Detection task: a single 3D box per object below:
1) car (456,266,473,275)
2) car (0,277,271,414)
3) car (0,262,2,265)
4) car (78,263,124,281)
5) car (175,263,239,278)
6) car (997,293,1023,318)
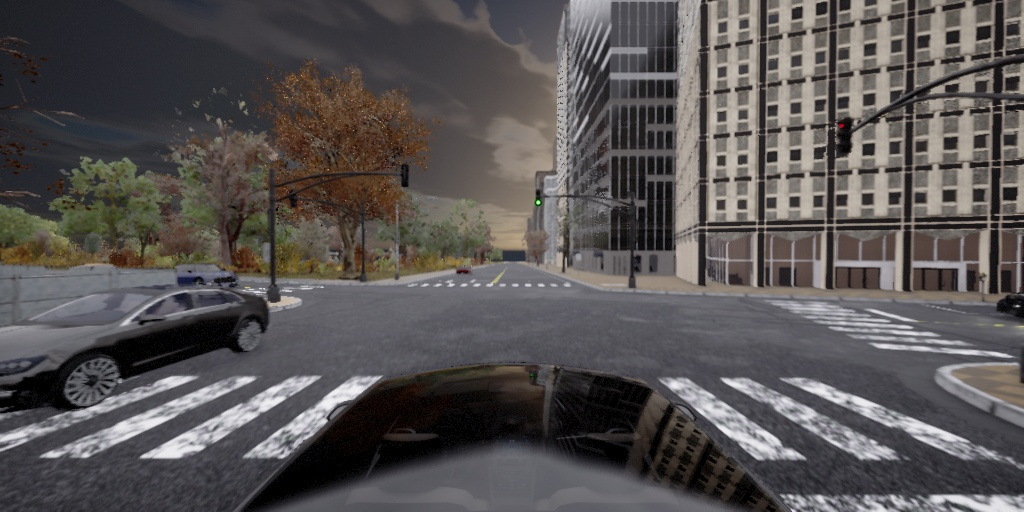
[{"bbox_3d":[-6.440,1.946,48.652,1.895,1.301,4.718,0,-1,0],"label":"car"},{"bbox_3d":[-6.496,1.299,6.275,2.128,1.511,4.902,0,-1,0],"label":"car"},{"bbox_3d":[-51.425,1.321,35.434,5.357,1.411,2.033,0,1,21],"label":"car"},{"bbox_3d":[-32.140,1.329,28.038,5.008,1.535,1.882,1,1,21],"label":"car"},{"bbox_3d":[-20.205,1.251,23.496,4.553,1.767,2.097,0,1,21],"label":"car"},{"bbox_3d":[19.627,1.582,11.926,4.181,1.385,1.994,0,1,20],"label":"car"}]
